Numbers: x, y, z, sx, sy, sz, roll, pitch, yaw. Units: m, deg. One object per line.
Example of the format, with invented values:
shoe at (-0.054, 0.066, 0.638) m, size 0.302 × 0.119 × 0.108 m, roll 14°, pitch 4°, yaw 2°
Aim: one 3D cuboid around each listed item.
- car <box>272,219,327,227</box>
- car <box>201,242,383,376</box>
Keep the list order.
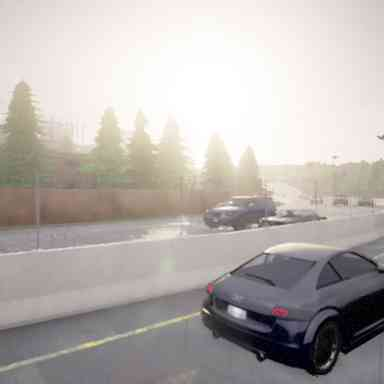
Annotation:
car at (5.591, 1.630, 18.340) m, size 1.895 × 1.301 × 4.718 m, roll 0°, pitch 0°, yaw 45°
car at (2.178, 1.572, 5.677) m, size 4.181 × 1.385 × 1.994 m, roll 0°, pitch 0°, yaw -38°
